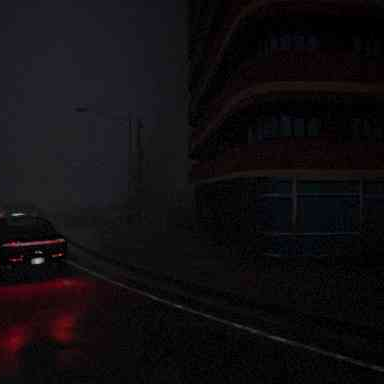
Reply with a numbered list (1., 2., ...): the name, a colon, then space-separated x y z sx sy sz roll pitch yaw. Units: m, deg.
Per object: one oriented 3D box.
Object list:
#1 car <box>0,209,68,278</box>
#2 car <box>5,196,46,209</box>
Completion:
1. car: -5.288 1.492 10.206 2.128 1.511 4.902 0 0 -37
2. car: -10.077 1.352 19.915 2.097 1.767 4.553 0 0 -20
